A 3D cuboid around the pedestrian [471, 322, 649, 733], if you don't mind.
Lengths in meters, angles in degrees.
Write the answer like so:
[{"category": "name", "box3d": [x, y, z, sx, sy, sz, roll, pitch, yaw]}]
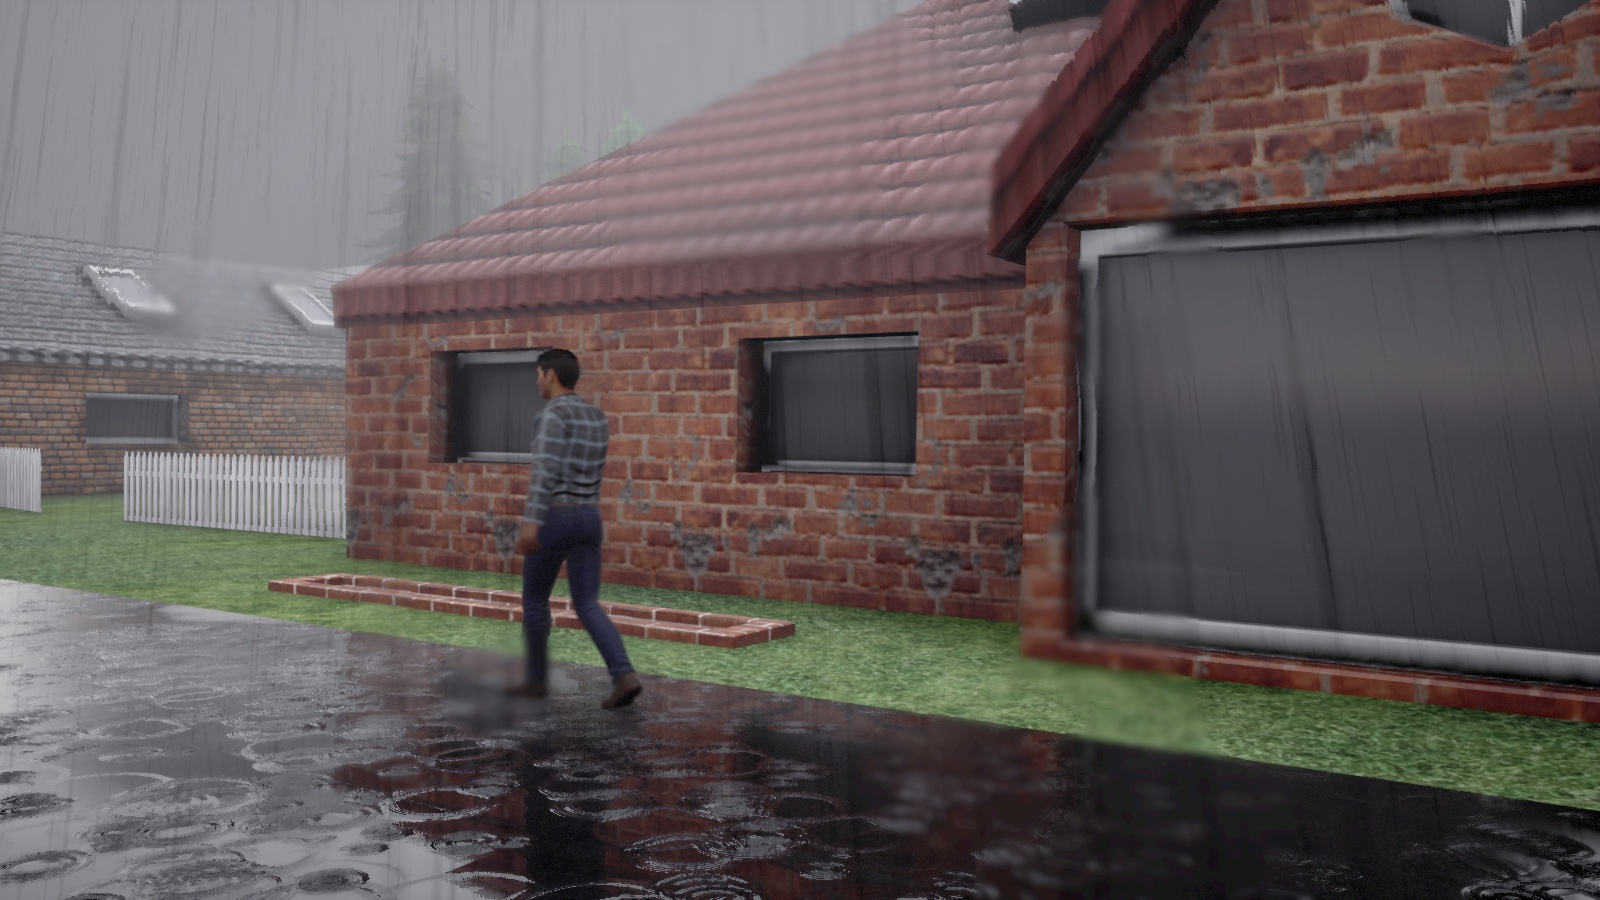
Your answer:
[{"category": "pedestrian", "box3d": [-1.214, 0.365, 6.340, 0.788, 1.949, 0.423, 0, 1, 33]}]
